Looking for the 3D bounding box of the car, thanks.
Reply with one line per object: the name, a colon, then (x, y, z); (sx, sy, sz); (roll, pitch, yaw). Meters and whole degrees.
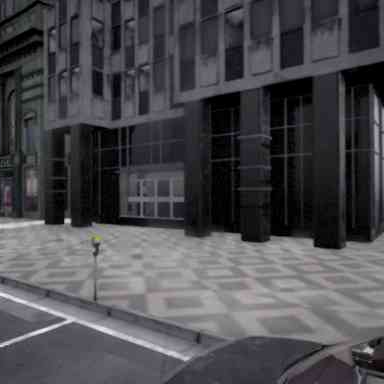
car: (1.635, 1.547, 1.795); (4.403, 1.369, 2.008); (-1, 0, 36)
